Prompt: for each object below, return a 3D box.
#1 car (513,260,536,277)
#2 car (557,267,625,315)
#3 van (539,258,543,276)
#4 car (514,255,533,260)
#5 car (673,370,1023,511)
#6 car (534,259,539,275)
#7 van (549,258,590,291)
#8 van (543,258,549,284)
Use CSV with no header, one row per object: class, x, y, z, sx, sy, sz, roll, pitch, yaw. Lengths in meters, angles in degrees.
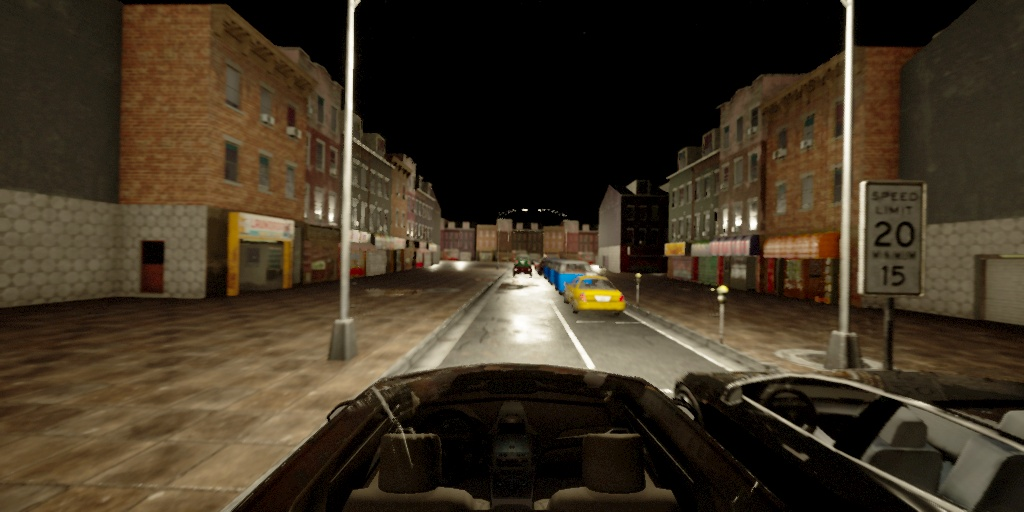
car,1.036,1.307,35.310,1.895,1.301,4.718,1,0,2
car,2.932,1.309,13.671,1.751,1.417,4.829,0,0,2
van,3.448,1.103,30.473,1.690,1.789,3.998,0,0,2
car,1.438,0.915,48.352,2.150,2.045,5.566,1,0,2
car,2.579,1.366,2.186,1.948,1.339,4.313,0,0,2
car,3.621,1.071,36.131,2.192,1.841,5.009,0,0,2
van,3.100,1.117,19.159,1.690,1.789,3.998,0,0,2
van,3.274,1.110,24.816,1.690,1.789,3.998,0,0,2
